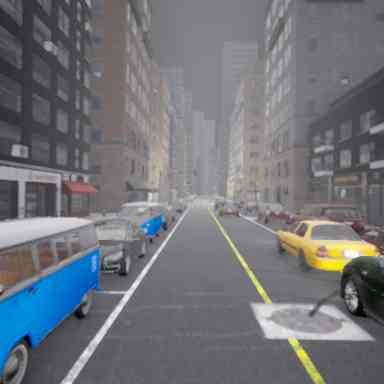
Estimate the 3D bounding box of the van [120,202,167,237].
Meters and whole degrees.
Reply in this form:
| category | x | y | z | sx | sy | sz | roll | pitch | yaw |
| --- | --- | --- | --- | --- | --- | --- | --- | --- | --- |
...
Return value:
| category | x | y | z | sx | sy | sz | roll | pitch | yaw |
| --- | --- | --- | --- | --- | --- | --- | --- | --- | --- |
| van | -2.371 | 1.376 | 15.785 | 1.690 | 1.788 | 3.998 | 1 | 0 | 1 |

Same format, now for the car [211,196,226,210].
| category | x | y | z | sx | sy | sz | roll | pitch | yaw |
| --- | --- | --- | --- | --- | --- | --- | --- | --- | --- |
| car | 3.949 | 1.760 | 45.628 | 1.837 | 1.490 | 4.892 | 1 | 0 | 1 |

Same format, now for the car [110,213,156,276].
| category | x | y | z | sx | sy | sz | roll | pitch | yaw |
| --- | --- | --- | --- | --- | --- | --- | --- | --- | --- |
| car | -2.493 | 1.561 | 10.284 | 2.008 | 1.369 | 4.403 | 1 | 0 | 1 |

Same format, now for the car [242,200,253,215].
| category | x | y | z | sx | sy | sz | roll | pitch | yaw |
| --- | --- | --- | --- | --- | --- | --- | --- | --- | --- |
| car | 6.626 | 1.804 | 37.599 | 2.008 | 1.369 | 4.403 | 1 | 0 | 1 |

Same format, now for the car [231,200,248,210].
| category | x | y | z | sx | sy | sz | roll | pitch | yaw |
| --- | --- | --- | --- | --- | --- | --- | --- | --- | --- |
| car | 6.865 | 1.873 | 48.599 | 1.947 | 1.339 | 4.313 | 1 | 0 | 1 |

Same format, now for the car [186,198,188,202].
| category | x | y | z | sx | sy | sz | roll | pitch | yaw |
| --- | --- | --- | --- | --- | --- | --- | --- | --- | --- |
| car | -1.777 | 1.748 | 43.284 | 1.802 | 1.307 | 4.206 | 1 | 0 | 1 |

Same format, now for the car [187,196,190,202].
| category | x | y | z | sx | sy | sz | roll | pitch | yaw |
| --- | --- | --- | --- | --- | --- | --- | --- | --- | --- |
| car | -1.656 | 1.633 | 48.785 | 1.967 | 1.590 | 4.097 | 1 | 0 | 1 |

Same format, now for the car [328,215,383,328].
| category | x | y | z | sx | sy | sz | roll | pitch | yaw |
| --- | --- | --- | --- | --- | --- | --- | --- | --- | --- |
| car | 3.960 | 1.425 | 4.787 | 2.097 | 1.767 | 4.553 | 1 | 0 | 1 |

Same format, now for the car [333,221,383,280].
| category | x | y | z | sx | sy | sz | roll | pitch | yaw |
| --- | --- | --- | --- | --- | --- | --- | --- | --- | --- |
| car | 6.029 | 1.706 | 10.098 | 1.802 | 1.307 | 4.206 | 1 | 0 | 1 |

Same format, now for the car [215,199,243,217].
| category | x | y | z | sx | sy | sz | roll | pitch | yaw |
| --- | --- | --- | --- | --- | --- | --- | --- | --- | --- |
| car | 3.740 | 1.763 | 34.244 | 1.994 | 1.385 | 4.181 | 1 | 0 | 2 |

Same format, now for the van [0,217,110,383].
| category | x | y | z | sx | sy | sz | roll | pitch | yaw |
| --- | --- | --- | --- | --- | --- | --- | --- | --- | --- |
| van | -2.611 | 1.326 | 4.786 | 1.690 | 1.788 | 3.998 | 1 | 0 | 1 |

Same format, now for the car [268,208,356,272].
| category | x | y | z | sx | sy | sz | roll | pitch | yaw |
| --- | --- | --- | --- | --- | --- | --- | --- | --- | --- |
| car | 4.094 | 1.557 | 11.004 | 1.801 | 1.575 | 5.366 | 1 | 0 | 1 |

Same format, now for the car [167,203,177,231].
| category | x | y | z | sx | sy | sz | roll | pitch | yaw |
| --- | --- | --- | --- | --- | --- | --- | --- | --- | --- |
| car | -2.255 | 1.627 | 21.285 | 1.947 | 1.339 | 4.313 | 1 | 0 | 1 |

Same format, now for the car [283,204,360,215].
| category | x | y | z | sx | sy | sz | roll | pitch | yaw |
| --- | --- | --- | --- | --- | --- | --- | --- | --- | --- |
| car | 6.151 | 1.464 | 15.600 | 2.192 | 1.841 | 5.009 | 1 | 0 | 1 |

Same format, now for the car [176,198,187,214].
| category | x | y | z | sx | sy | sz | roll | pitch | yaw |
| --- | --- | --- | --- | --- | --- | --- | --- | --- | --- |
| car | -1.896 | 1.705 | 37.784 | 1.947 | 1.339 | 4.313 | 1 | 0 | 1 |

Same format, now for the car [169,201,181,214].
| category | x | y | z | sx | sy | sz | roll | pitch | yaw |
| --- | --- | --- | --- | --- | --- | --- | --- | --- | --- |
| car | -2.135 | 1.669 | 26.785 | 1.802 | 1.307 | 4.206 | 1 | 0 | 1 |

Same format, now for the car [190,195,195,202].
| category | x | y | z | sx | sy | sz | roll | pitch | yaw |
| --- | --- | --- | --- | --- | --- | --- | --- | --- | --- |
| car | -0.819 | 1.990 | 85.877 | 1.802 | 1.307 | 4.206 | 1 | 0 | 1 |

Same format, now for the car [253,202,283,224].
| category | x | y | z | sx | sy | sz | roll | pitch | yaw |
| --- | --- | --- | --- | --- | --- | --- | --- | --- | --- |
| car | 6.389 | 1.640 | 26.599 | 1.967 | 1.590 | 4.097 | 1 | 0 | 1 |
